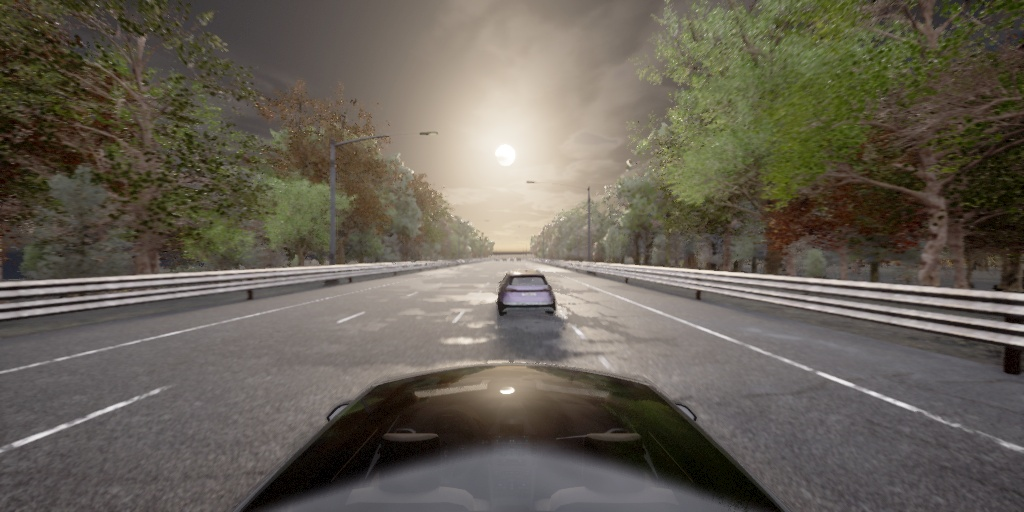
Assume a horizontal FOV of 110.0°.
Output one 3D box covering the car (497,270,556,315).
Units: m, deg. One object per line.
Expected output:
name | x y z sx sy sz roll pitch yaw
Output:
car | 0.449 1.319 13.649 2.033 1.649 4.856 0 -1 -2
